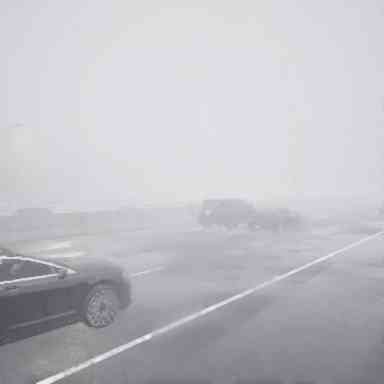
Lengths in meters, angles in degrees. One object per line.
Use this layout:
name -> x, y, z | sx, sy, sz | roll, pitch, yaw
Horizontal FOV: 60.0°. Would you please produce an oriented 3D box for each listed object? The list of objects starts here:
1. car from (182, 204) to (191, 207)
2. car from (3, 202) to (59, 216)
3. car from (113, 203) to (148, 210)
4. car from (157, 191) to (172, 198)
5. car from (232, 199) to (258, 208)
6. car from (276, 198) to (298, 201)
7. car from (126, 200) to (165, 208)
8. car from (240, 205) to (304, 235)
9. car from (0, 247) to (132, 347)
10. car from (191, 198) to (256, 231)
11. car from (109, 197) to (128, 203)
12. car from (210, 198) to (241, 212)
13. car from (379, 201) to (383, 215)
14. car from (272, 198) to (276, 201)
car -> 0.009, 1.966, 36.136 | 2.033, 1.411, 5.357 | -2, -1, 40
car -> -11.547, 1.830, 22.463 | 2.097, 1.767, 4.553 | -2, -1, 40
car -> -6.894, 2.095, 33.376 | 1.994, 1.385, 4.181 | -2, -1, 40
car -> -6.062, 0.570, 74.239 | 1.812, 1.442, 4.674 | -1, 2, 28
car -> 9.297, 1.930, 58.008 | 2.033, 1.411, 5.357 | -2, -1, 40
car -> 16.683, 1.759, 55.923 | 2.033, 1.411, 5.357 | -2, -1, 40
car -> -5.481, 2.050, 40.480 | 1.882, 1.535, 5.008 | -2, -1, 40
car -> 5.183, 1.659, 20.252 | 1.837, 1.490, 4.892 | -2, -1, 40
car -> -3.167, 1.598, 5.137 | 2.128, 1.511, 4.902 | -2, -1, 40
car -> 2.732, 1.451, 22.782 | 2.150, 2.045, 5.566 | -2, -1, 40
car -> -12.930, 1.552, 60.579 | 1.895, 1.301, 4.718 | -1, 2, 26
car -> 4.812, 1.747, 47.286 | 2.097, 1.767, 4.553 | -2, 0, 40
car -> 19.762, 1.307, 32.310 | 2.097, 1.767, 4.553 | -2, -1, 40
car -> 15.635, 1.821, 60.161 | 2.033, 1.411, 5.357 | -2, -1, 40
